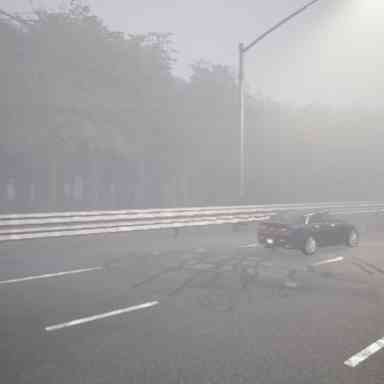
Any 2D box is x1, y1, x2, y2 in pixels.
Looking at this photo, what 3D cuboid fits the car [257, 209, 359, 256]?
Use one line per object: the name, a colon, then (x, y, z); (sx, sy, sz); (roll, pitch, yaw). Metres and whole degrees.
car: (4.598, 1.438, 12.872); (4.892, 1.490, 1.837); (0, 0, -37)
